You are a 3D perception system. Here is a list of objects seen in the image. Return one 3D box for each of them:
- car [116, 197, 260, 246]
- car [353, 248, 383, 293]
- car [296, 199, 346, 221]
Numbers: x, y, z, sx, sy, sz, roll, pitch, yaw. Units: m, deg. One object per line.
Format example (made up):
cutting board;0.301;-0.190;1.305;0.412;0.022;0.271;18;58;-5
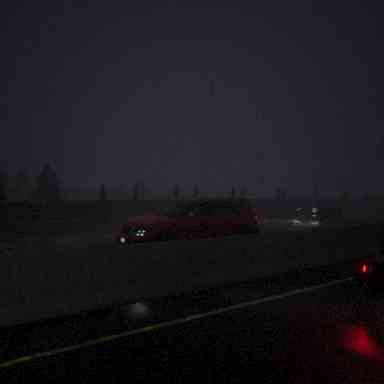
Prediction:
car;0.041;1.225;12.406;5.566;2.045;2.150;0;0;-34
car;5.828;1.633;7.602;4.718;1.301;1.895;0;0;-34
car;10.884;1.430;28.080;4.553;1.767;2.097;0;0;-34
